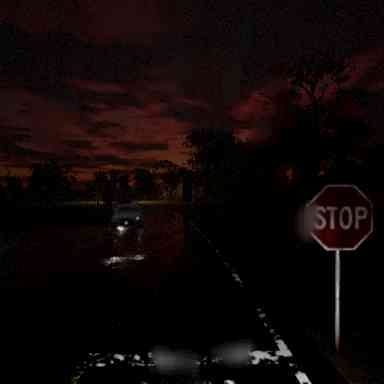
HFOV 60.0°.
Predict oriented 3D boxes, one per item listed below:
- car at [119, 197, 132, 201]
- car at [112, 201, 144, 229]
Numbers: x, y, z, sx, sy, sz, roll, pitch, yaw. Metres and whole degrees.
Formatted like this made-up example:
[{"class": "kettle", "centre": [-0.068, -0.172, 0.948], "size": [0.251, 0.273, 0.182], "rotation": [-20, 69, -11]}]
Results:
[{"class": "car", "centre": [-11.251, 1.549, 56.141], "size": [1.895, 1.301, 4.718], "rotation": [0, 0, -17]}, {"class": "car", "centre": [-4.134, 1.526, 21.828], "size": [1.812, 1.442, 4.674], "rotation": [0, 0, -7]}]
